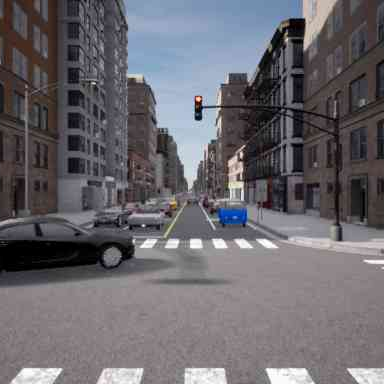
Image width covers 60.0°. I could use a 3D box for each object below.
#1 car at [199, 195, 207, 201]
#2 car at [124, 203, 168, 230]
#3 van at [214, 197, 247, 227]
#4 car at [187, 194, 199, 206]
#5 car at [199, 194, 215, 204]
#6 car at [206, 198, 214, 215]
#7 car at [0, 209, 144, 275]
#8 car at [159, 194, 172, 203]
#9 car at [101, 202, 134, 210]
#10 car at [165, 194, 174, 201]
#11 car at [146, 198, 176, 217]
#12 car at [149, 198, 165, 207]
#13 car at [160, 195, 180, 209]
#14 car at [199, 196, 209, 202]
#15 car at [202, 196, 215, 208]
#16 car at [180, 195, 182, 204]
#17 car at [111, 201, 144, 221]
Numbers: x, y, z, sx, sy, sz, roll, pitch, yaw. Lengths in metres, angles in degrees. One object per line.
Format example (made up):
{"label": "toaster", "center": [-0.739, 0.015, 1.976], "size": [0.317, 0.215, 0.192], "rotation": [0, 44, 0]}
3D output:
{"label": "car", "center": [2.706, 1.524, 84.944], "size": [1.947, 1.339, 4.313], "rotation": [0, 0, 0]}
{"label": "car", "center": [-2.803, 1.598, 21.155], "size": [1.895, 1.301, 4.718], "rotation": [0, 0, -1]}
{"label": "van", "center": [2.655, 1.338, 22.450], "size": [1.690, 1.788, 3.998], "rotation": [0, 0, 0]}
{"label": "car", "center": [0.149, 1.474, 55.347], "size": [2.128, 1.511, 4.902], "rotation": [0, 0, 0]}
{"label": "car", "center": [2.678, 1.301, 50.857], "size": [2.192, 1.841, 5.009], "rotation": [0, 0, 0]}
{"label": "car", "center": [2.664, 1.577, 33.812], "size": [1.802, 1.307, 4.206], "rotation": [0, 0, 0]}
{"label": "car", "center": [-4.175, 1.461, 9.639], "size": [5.008, 1.535, 1.882], "rotation": [0, 0, -27]}
{"label": "car", "center": [-5.333, 1.287, 67.902], "size": [2.192, 1.841, 5.009], "rotation": [0, 0, 0]}
{"label": "car", "center": [-5.370, 1.548, 22.448], "size": [2.008, 1.369, 4.403], "rotation": [0, 0, 0]}
{"label": "car", "center": [-5.324, 1.403, 79.266], "size": [1.967, 1.590, 4.097], "rotation": [0, 0, 0]}
{"label": "car", "center": [-2.823, 1.560, 31.128], "size": [1.994, 1.385, 4.181], "rotation": [0, 0, 0]}
{"label": "car", "center": [-5.347, 1.552, 50.858], "size": [1.947, 1.339, 4.313], "rotation": [0, 0, 0]}
{"label": "car", "center": [-2.808, 1.470, 41.257], "size": [1.882, 1.535, 5.008], "rotation": [0, 0, 0]}
{"label": "car", "center": [2.696, 1.519, 73.582], "size": [2.008, 1.369, 4.403], "rotation": [0, 0, 0]}
{"label": "car", "center": [2.674, 1.573, 45.176], "size": [1.802, 1.307, 4.206], "rotation": [0, 0, 0]}
{"label": "car", "center": [-2.761, 1.586, 51.284], "size": [1.895, 1.301, 4.718], "rotation": [0, 0, 0]}
{"label": "car", "center": [-5.365, 1.541, 28.130], "size": [1.887, 1.381, 4.507], "rotation": [0, 0, 0]}
